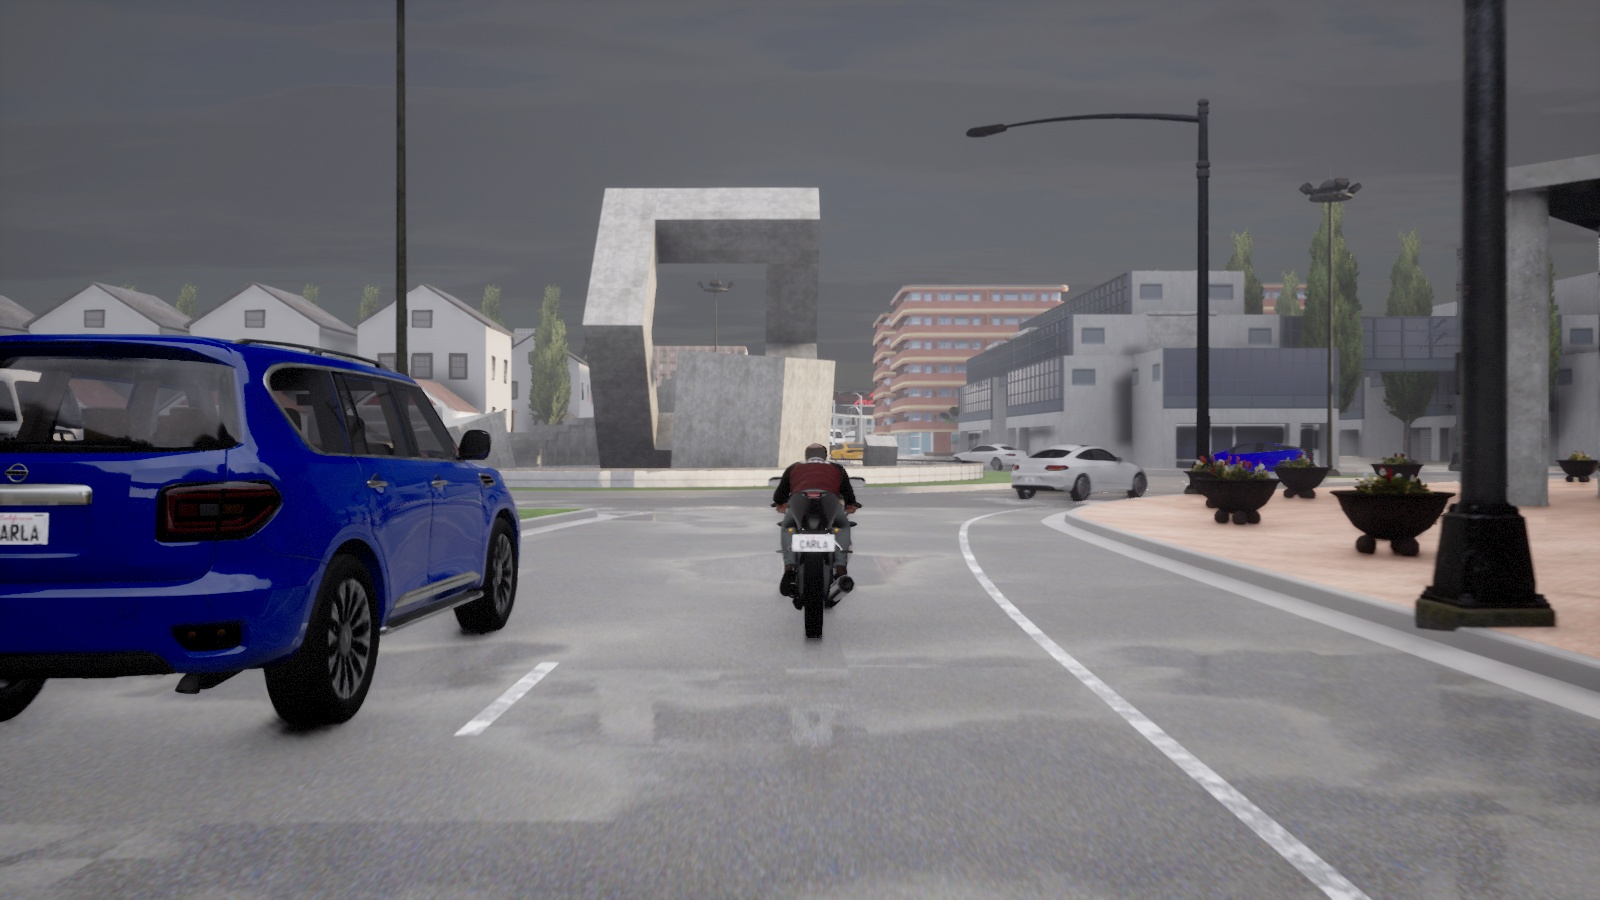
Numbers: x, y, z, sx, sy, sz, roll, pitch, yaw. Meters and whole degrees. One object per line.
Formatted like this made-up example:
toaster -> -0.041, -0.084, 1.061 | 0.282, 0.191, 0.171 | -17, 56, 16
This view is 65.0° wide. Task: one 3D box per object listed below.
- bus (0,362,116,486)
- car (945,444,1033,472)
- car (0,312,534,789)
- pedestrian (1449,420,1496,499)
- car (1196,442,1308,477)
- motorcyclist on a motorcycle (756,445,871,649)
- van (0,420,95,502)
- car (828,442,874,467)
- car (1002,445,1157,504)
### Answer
bus -> -30.967, -0.912, 45.676 | 10.273, 4.253, 3.944 | 0, 0, 7
car -> 10.146, 0.398, 67.787 | 1.812, 1.442, 4.674 | 0, 0, -40
car -> -3.427, 0.417, 8.182 | 2.150, 2.045, 5.566 | 0, 0, 1
pedestrian -> 16.884, 0.243, 31.522 | 0.873, 1.952, 0.659 | 0, 0, -28
car -> 20.116, 0.395, 55.875 | 4.514, 1.525, 2.007 | 0, 0, 26
motorcyclist on a motorcycle -> 0.134, 0.722, 10.549 | 0.866, 1.530, 2.191 | 0, 0, 2
van -> -20.780, 0.264, 33.441 | 4.480, 2.038, 2.069 | 0, 1, 41
car -> 3.294, 0.263, 82.235 | 1.882, 1.535, 5.008 | 0, 0, -12
car -> 7.470, 0.591, 33.268 | 1.812, 1.442, 4.674 | 0, 0, 45
